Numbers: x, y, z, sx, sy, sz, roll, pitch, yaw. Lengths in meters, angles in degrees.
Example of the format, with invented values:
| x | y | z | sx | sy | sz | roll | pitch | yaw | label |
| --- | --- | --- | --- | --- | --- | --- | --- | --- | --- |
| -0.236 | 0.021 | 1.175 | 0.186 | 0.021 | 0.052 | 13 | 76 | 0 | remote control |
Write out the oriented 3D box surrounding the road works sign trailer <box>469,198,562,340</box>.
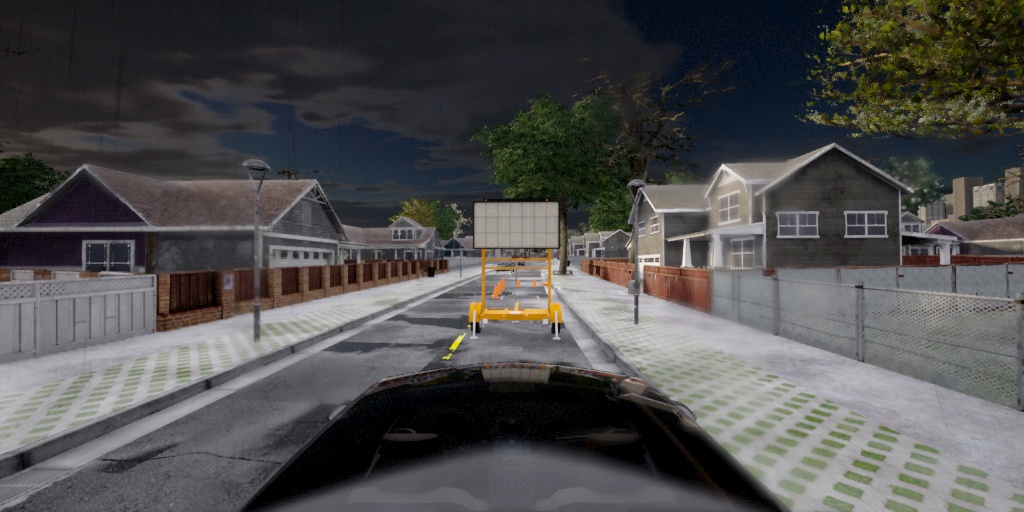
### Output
| x | y | z | sx | sy | sz | roll | pitch | yaw | label |
| --- | --- | --- | --- | --- | --- | --- | --- | --- | --- |
| 0.126 | 0.212 | 10.022 | 2.380 | 3.560 | 2.880 | 0 | 0 | 2 | road works sign trailer |

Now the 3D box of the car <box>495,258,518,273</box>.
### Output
| x | y | z | sx | sy | sz | roll | pitch | yaw | label |
| --- | --- | --- | --- | --- | --- | --- | --- | --- | --- |
| -0.785 | 1.232 | 42.129 | 1.994 | 1.385 | 4.181 | 0 | 0 | 5 | car |

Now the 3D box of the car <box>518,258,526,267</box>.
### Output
| x | y | z | sx | sy | sz | roll | pitch | yaw | label |
| --- | --- | --- | --- | --- | --- | --- | --- | --- | --- |
| 1.316 | 1.062 | 61.777 | 1.837 | 1.490 | 4.892 | 0 | 0 | 6 | car |
